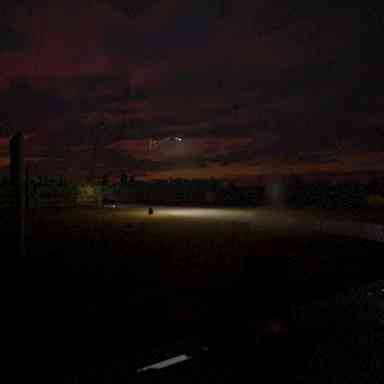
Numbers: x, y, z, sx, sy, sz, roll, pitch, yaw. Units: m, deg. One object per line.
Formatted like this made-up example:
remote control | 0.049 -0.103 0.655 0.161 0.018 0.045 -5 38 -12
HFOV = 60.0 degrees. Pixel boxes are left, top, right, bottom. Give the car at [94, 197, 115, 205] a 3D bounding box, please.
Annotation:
car | -14.004 1.400 53.142 1.895 1.301 4.718 -1 1 -35
